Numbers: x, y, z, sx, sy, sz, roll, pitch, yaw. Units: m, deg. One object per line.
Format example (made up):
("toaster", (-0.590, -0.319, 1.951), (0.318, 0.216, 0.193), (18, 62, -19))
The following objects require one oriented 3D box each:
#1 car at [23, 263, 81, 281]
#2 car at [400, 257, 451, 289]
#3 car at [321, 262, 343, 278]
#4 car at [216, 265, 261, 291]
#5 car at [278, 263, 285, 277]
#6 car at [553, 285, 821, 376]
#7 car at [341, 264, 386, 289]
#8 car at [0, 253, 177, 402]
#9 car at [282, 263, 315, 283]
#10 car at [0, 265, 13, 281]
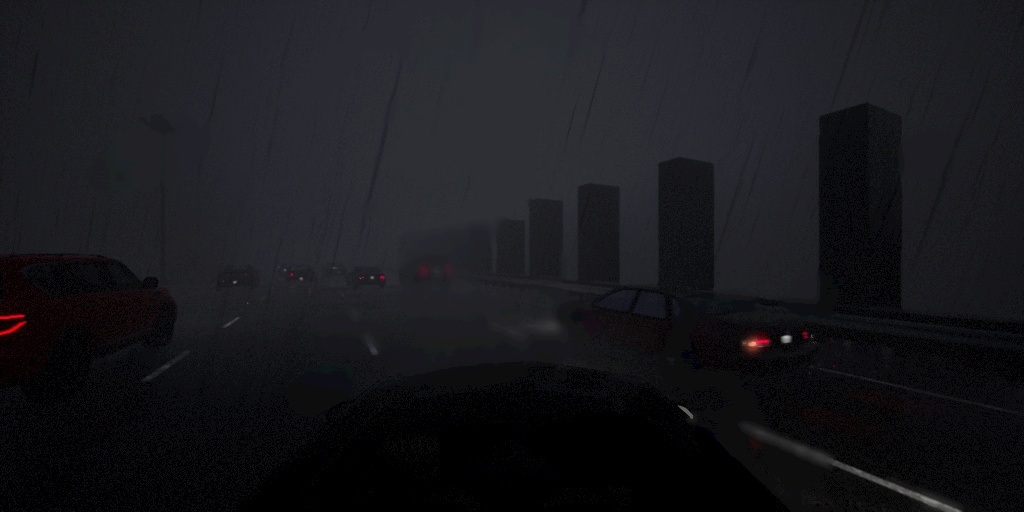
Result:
("car", (-41.331, 1.399, 32.381), (2.033, 1.411, 5.357), (0, 0, -39))
("car", (-5.966, 1.074, 24.350), (2.150, 2.045, 5.566), (0, 0, -30))
("car", (-18.109, 1.390, 36.506), (2.128, 1.511, 4.902), (0, 0, -35))
("car", (-17.434, 1.325, 22.962), (2.128, 1.511, 4.902), (0, 0, -32))
("car", (-23.701, 1.448, 38.248), (2.033, 1.411, 5.357), (0, 0, -37))
("car", (3.050, 1.330, 7.701), (2.033, 1.411, 5.357), (0, 0, -27))
("car", (-9.882, 1.394, 24.104), (2.033, 1.411, 5.357), (0, 0, -32))
("car", (-7.863, 0.984, 5.976), (2.150, 2.045, 5.566), (0, 0, -27))
("car", (-17.529, 1.466, 29.534), (1.895, 1.301, 4.718), (0, 0, -34))
("car", (-43.261, 1.435, 29.147), (1.895, 1.301, 4.718), (0, 0, -38))
